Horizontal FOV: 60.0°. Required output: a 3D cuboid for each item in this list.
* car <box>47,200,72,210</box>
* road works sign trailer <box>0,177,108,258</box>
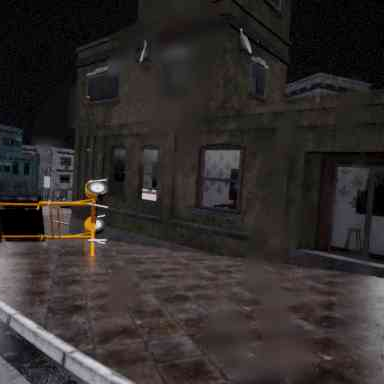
[{"bbox_3d":[-21.155,2.048,53.633,2.128,1.511,4.902,5,-1,14],"label":"car"},{"bbox_3d":[-4.869,1.155,11.785,3.560,2.380,2.880,2,43,-17],"label":"road works sign trailer"}]
